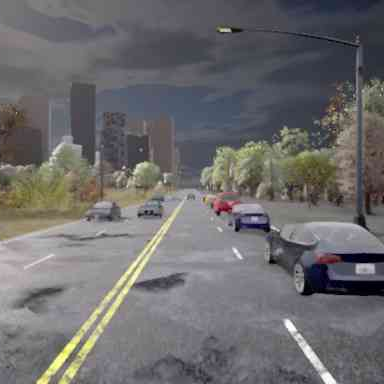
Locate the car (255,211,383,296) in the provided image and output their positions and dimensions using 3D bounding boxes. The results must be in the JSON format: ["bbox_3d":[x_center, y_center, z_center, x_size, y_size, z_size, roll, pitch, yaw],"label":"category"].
[{"bbox_3d":[3.252,1.467,8.580,2.163,1.488,4.792,0,0,0],"label":"car"}]

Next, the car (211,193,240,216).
[{"bbox_3d":[3.203,1.082,30.599,2.150,2.045,5.566,0,0,0],"label":"car"}]

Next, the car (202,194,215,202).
[{"bbox_3d":[3.091,1.169,63.612,2.163,1.488,4.792,0,0,0],"label":"car"}]

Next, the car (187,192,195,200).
[{"bbox_3d":[-0.195,0.985,74.149,2.128,1.511,4.902,0,0,0],"label":"car"}]

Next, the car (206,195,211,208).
[{"bbox_3d":[3.167,1.396,41.606,1.895,1.301,4.718,0,0,0],"label":"car"}]

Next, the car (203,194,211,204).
[{"bbox_3d":[3.127,1.212,52.579,1.882,1.535,5.008,0,0,0],"label":"car"}]

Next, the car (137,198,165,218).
[{"bbox_3d":[-3.387,1.445,28.025,1.994,1.385,4.181,0,0,0],"label":"car"}]

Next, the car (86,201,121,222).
[{"bbox_3d":[-6.631,1.420,25.434,1.812,1.442,4.674,0,0,0],"label":"car"}]

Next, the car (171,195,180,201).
[{"bbox_3d":[-3.430,1.216,69.208,1.895,1.301,4.718,0,0,0],"label":"car"}]

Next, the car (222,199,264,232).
[{"bbox_3d":[3.240,1.421,19.599,2.163,1.488,4.792,0,1,0],"label":"car"}]

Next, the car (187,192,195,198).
[{"bbox_3d":[-0.251,0.806,90.705,2.128,1.511,4.902,0,0,0],"label":"car"}]

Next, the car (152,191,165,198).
[{"bbox_3d":[-6.673,0.872,66.331,2.150,2.045,5.566,0,1,0],"label":"car"}]
